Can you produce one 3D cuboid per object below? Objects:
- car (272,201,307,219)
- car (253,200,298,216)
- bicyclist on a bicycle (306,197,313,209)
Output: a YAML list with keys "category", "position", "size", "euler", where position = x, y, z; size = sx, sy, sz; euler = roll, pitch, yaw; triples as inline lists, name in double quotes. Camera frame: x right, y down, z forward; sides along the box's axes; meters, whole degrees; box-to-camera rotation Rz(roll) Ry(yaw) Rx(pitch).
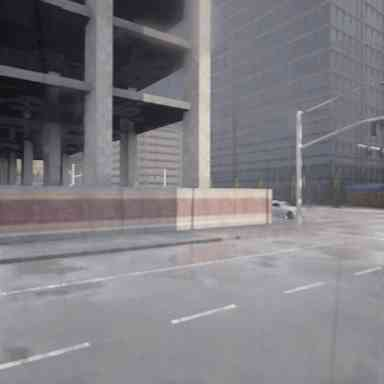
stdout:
- category: "car"
  position: [8.324, 1.649, 30.685]
  size: [1.812, 1.442, 4.674]
  euler: [0, 0, -36]
- category: "car"
  position: [8.897, 1.666, 35.857]
  size: [1.812, 1.442, 4.674]
  euler: [0, 0, -36]
- category: "bicyclist on a bicycle"
  position: [16.302, 1.501, 46.048]
  size: [1.656, 1.620, 0.582]
  euler: [0, 0, -36]
